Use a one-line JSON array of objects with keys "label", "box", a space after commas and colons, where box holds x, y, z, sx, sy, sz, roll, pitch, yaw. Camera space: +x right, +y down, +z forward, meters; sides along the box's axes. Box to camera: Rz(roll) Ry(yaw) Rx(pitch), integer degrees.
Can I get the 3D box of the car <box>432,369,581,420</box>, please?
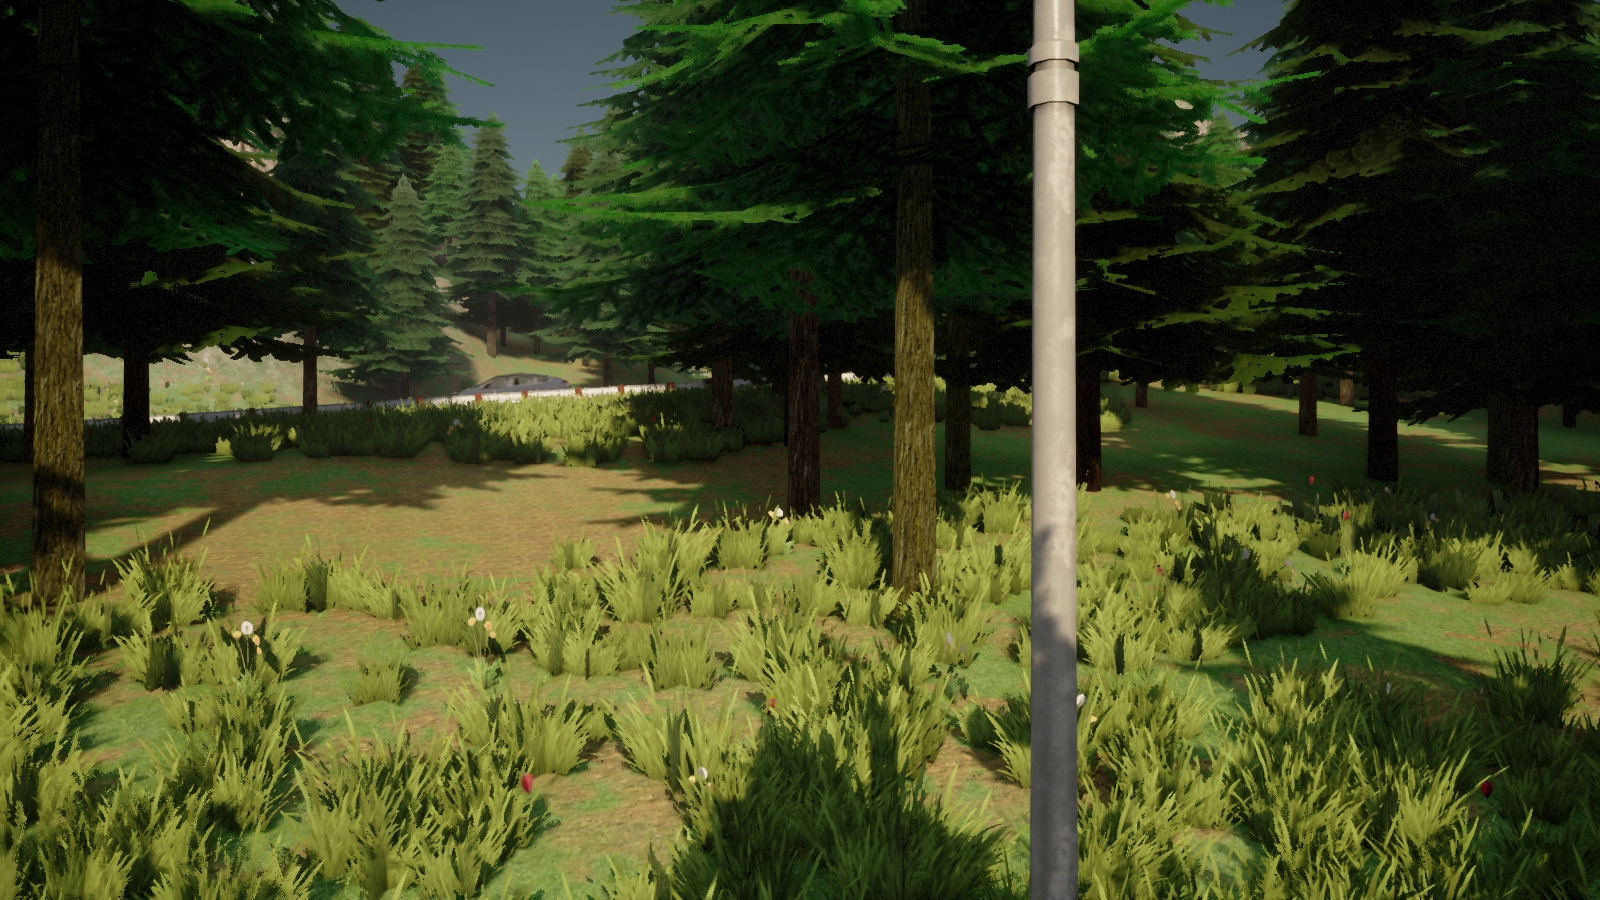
[{"label": "car", "box": [-10.640, -2.022, 41.459, 4.792, 1.488, 2.163, -5, 2, -27]}]
